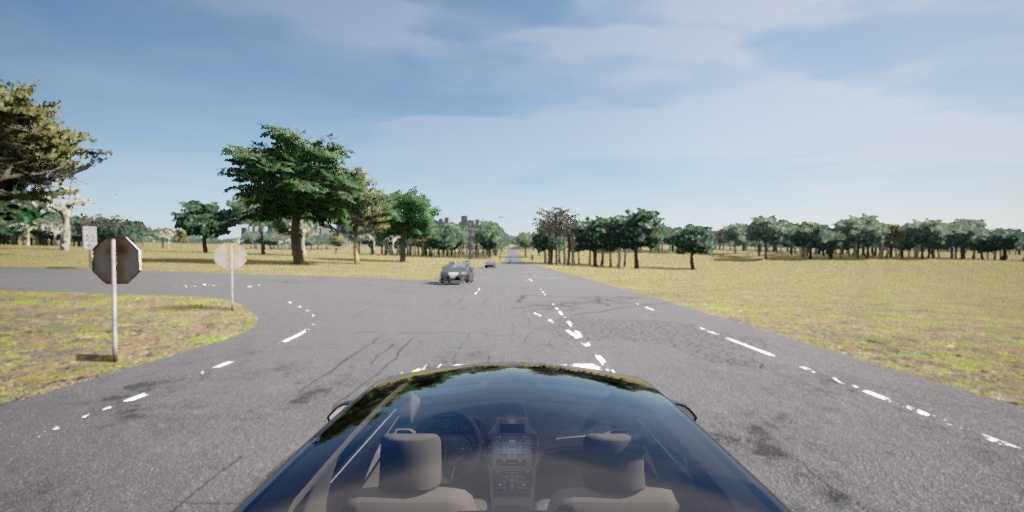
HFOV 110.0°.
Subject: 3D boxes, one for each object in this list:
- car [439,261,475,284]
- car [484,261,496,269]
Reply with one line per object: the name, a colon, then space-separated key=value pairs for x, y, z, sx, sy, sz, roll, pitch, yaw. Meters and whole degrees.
car: x=-3.600 y=1.107 z=24.154 sx=2.128 sy=1.511 sz=4.902 roll=1 pitch=-3 yaw=0
car: x=-3.738 y=1.504 z=61.898 sx=2.033 sy=1.411 sz=5.357 roll=0 pitch=0 yaw=0
